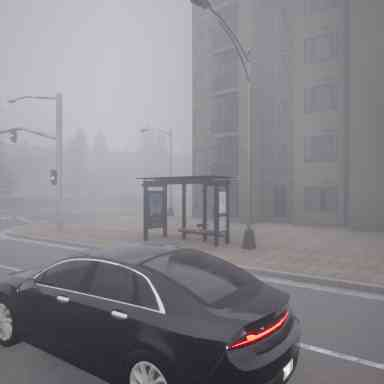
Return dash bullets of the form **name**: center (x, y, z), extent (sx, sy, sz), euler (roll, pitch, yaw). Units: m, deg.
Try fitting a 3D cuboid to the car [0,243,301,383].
- **car**: center (-1.020, 1.505, 4.710), extent (4.892, 1.490, 1.837), euler (0, 0, 35)
